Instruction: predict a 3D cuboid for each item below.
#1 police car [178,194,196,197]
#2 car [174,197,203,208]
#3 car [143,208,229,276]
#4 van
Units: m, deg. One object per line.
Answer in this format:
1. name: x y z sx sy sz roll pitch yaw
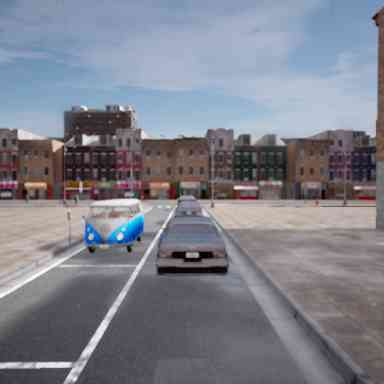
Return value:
1. police car: -0.509 1.017 33.677 1.930 1.638 5.238 0 1 -2
2. car: -0.212 1.275 22.195 2.033 1.411 5.357 0 1 -1
3. car: -0.027 1.423 9.935 2.033 1.411 5.357 0 1 -1
4. van: -2.815 1.184 12.624 1.690 1.788 3.998 -1 1 -1
